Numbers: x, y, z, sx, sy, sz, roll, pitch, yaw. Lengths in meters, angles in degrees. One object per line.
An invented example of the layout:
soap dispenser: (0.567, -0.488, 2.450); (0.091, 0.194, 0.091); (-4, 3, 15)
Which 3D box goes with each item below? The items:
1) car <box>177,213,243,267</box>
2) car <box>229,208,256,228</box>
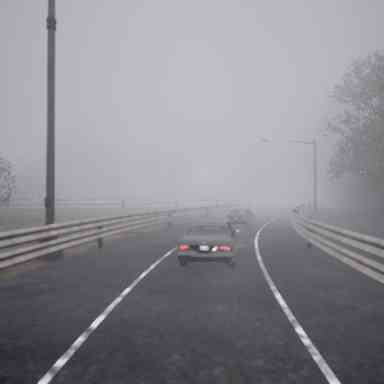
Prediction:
car: (0.719, 1.722, 12.186); (2.033, 1.411, 5.357); (0, -1, 8)
car: (3.927, 2.001, 26.509); (2.033, 1.411, 5.357); (0, -1, 18)
